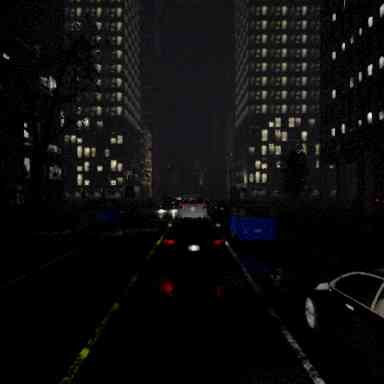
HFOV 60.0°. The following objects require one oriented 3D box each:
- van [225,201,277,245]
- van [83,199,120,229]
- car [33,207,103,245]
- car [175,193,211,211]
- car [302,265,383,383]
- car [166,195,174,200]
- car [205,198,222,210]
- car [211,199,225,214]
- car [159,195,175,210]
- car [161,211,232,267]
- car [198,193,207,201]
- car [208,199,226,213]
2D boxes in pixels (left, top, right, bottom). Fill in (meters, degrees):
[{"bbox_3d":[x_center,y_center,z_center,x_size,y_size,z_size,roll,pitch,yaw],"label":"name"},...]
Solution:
[{"bbox_3d":[2.679,1.336,15.336,1.690,1.788,3.998,-1,0,0],"label":"van"},{"bbox_3d":[-5.701,1.333,21.019,1.690,1.788,3.998,-1,0,0],"label":"van"},{"bbox_3d":[-5.699,1.577,15.335,1.802,1.307,4.206,-1,0,0],"label":"car"},{"bbox_3d":[0.062,1.213,25.588,2.150,2.045,5.566,0,0,0],"label":"car"},{"bbox_3d":[2.683,1.550,3.968,2.008,1.369,4.403,-1,0,0],"label":"car"},{"bbox_3d":[-5.852,1.466,88.123,1.752,1.417,4.829,0,0,0],"label":"car"},{"bbox_3d":[2.809,1.543,43.754,1.947,1.339,4.313,-1,0,0],"label":"car"},{"bbox_3d":[2.734,1.551,32.385,1.947,1.339,4.313,-1,0,0],"label":"car"},{"bbox_3d":[-3.072,1.328,43.287,2.097,1.767,4.553,0,0,0],"label":"car"},{"bbox_3d":[0.070,1.560,11.439,1.994,1.385,4.181,0,0,0],"label":"car"},{"bbox_3d":[2.544,1.261,82.683,2.192,1.841,5.009,0,0,0],"label":"car"},{"bbox_3d":[2.792,1.563,38.069,1.802,1.307,4.206,-1,0,0],"label":"car"}]
